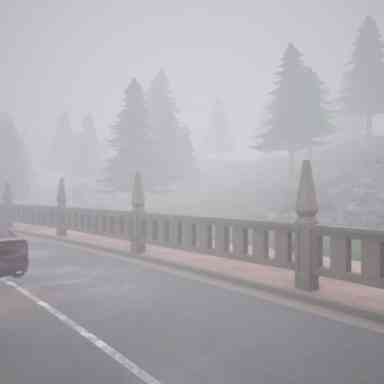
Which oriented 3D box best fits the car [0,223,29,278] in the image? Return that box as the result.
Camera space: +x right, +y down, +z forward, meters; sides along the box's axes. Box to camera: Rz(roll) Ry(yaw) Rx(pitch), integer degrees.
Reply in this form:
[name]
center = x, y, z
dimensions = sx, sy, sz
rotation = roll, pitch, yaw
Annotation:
[car]
center = -6.244, 1.492, 9.239
dimensions = 5.008, 1.535, 1.882
rotation = 0, 0, 44
